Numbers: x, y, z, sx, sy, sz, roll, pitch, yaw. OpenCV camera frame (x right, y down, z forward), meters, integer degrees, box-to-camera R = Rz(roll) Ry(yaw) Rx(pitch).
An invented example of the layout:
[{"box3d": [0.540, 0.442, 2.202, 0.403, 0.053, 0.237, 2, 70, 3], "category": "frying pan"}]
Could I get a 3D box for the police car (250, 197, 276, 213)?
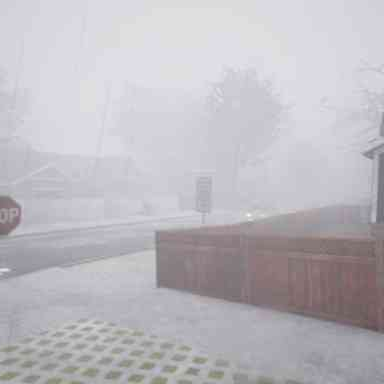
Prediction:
[{"box3d": [8.146, 1.399, 38.106, 1.930, 1.638, 5.238, 3, 1, 30], "category": "police car"}]
